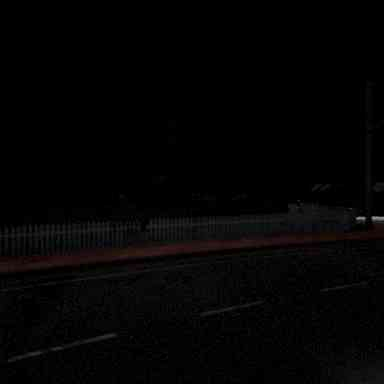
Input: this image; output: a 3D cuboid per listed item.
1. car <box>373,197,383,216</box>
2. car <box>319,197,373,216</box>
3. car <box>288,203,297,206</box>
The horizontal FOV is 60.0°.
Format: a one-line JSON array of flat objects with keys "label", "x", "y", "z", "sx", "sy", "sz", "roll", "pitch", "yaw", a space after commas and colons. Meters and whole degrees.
[{"label": "car", "x": 16.584, "y": 1.220, "z": 30.153, "sx": 1.882, "sy": 1.535, "sz": 5.008, "roll": 0, "pitch": 1, "yaw": -12}, {"label": "car", "x": 13.169, "y": 1.261, "z": 29.386, "sx": 1.837, "sy": 1.490, "sz": 4.892, "roll": 0, "pitch": 1, "yaw": -12}, {"label": "car", "x": 13.118, "y": 1.200, "z": 46.332, "sx": 1.895, "sy": 1.301, "sz": 4.718, "roll": 0, "pitch": 1, "yaw": -12}]
